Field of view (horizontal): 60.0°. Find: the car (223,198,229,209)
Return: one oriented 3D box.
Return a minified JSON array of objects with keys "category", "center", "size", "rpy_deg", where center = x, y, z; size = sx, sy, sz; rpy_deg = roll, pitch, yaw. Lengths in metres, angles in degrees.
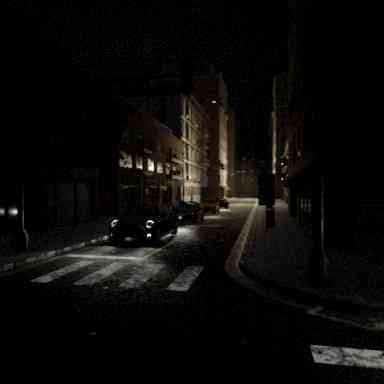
[{"category":"car","center":[3.784,1.482,43.865],"size":[1.994,1.385,4.181],"rpy_deg":[0,0,13]}]

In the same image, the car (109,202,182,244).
[{"category":"car","center":[-2.142,1.322,15.728],"size":[2.097,1.767,4.553],"rpy_deg":[0,0,11]}]

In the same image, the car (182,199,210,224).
[{"category":"car","center":[-0.283,1.447,24.700],"size":[2.128,1.511,4.902],"rpy_deg":[0,0,12]}]

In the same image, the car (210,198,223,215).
[{"category":"car","center":[1.701,1.416,34.123],"size":[1.882,1.535,5.008],"rpy_deg":[0,0,12]}]
